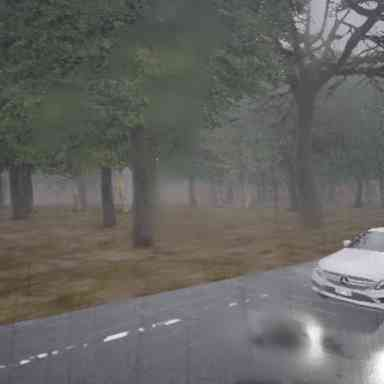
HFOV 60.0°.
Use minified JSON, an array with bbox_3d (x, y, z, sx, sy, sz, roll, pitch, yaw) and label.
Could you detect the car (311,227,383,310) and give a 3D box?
[{"bbox_3d":[4.606,1.523,7.406,4.674,1.442,1.812,0,0,-37],"label":"car"}]
